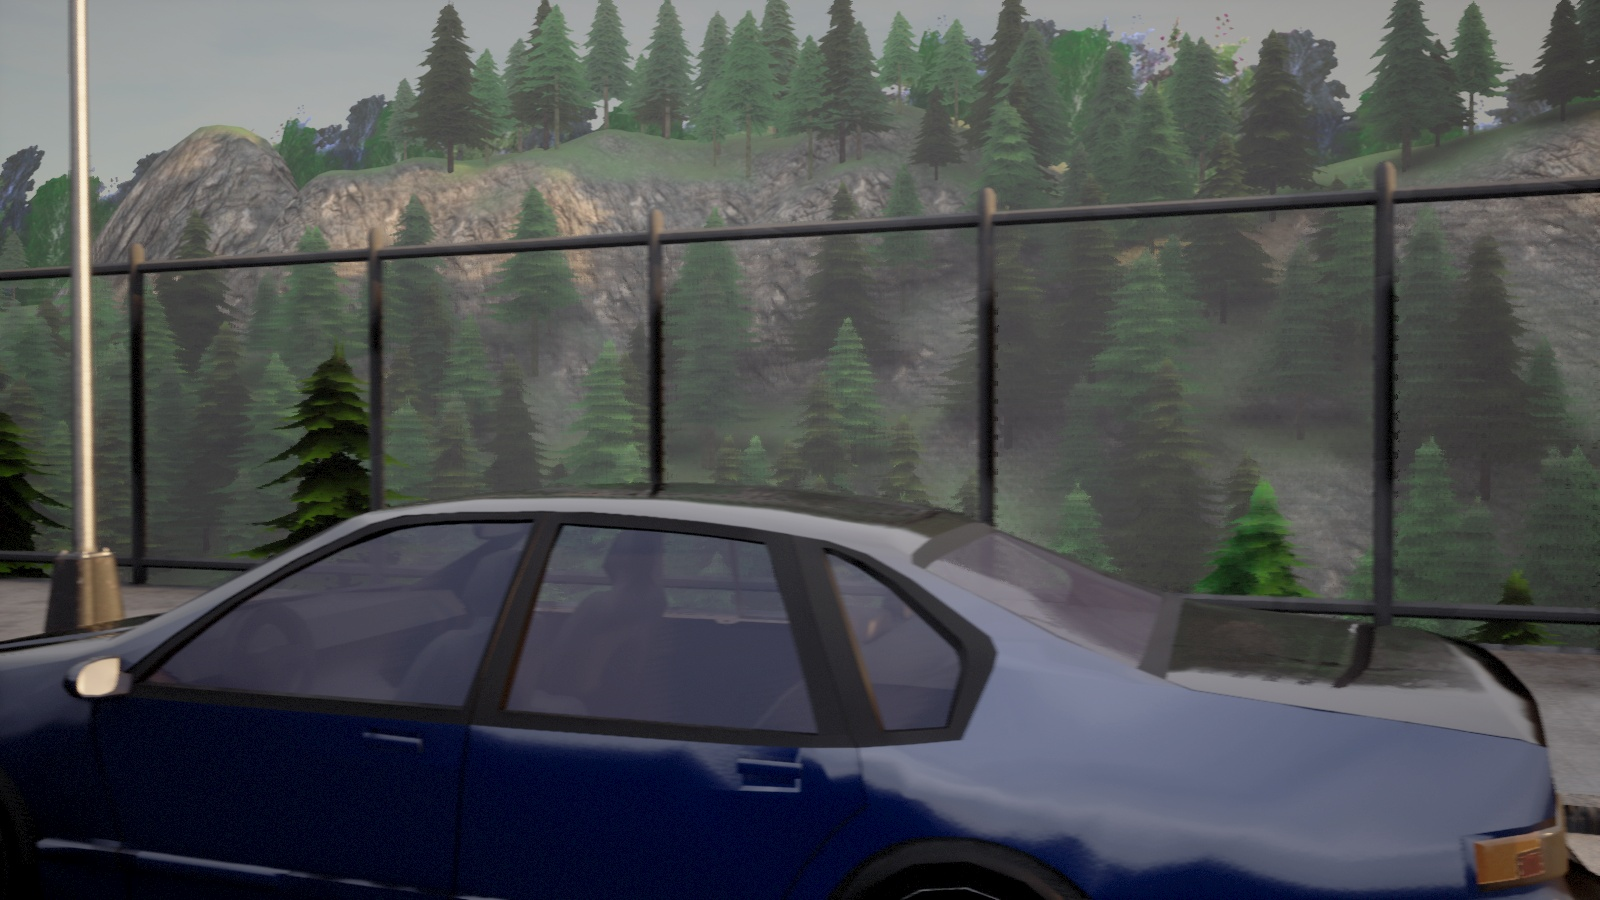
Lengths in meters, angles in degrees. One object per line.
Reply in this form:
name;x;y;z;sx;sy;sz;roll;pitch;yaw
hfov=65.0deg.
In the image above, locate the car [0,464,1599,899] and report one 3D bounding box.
car;-0.714;0.808;3.960;5.357;1.411;2.033;1;1;19
